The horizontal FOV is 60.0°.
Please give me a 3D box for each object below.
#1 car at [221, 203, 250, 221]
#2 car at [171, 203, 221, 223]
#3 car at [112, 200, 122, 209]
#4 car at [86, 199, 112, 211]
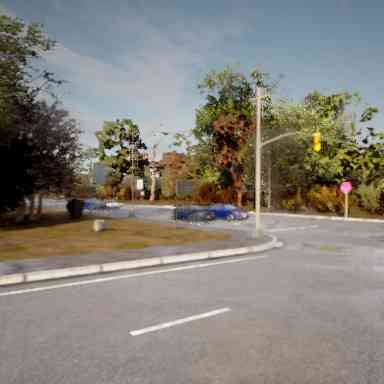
[{"bbox_3d":[3.002,1.761,29.726,1.812,1.442,4.674,1,0,-39],"label":"car"},{"bbox_3d":[0.060,1.758,27.798,1.994,1.385,4.181,1,0,-39],"label":"car"},{"bbox_3d":[-11.928,1.821,48.415,1.895,1.301,4.718,1,-1,-38],"label":"car"},{"bbox_3d":[-12.943,1.657,44.069,1.882,1.535,5.008,1,-1,-38],"label":"car"}]
